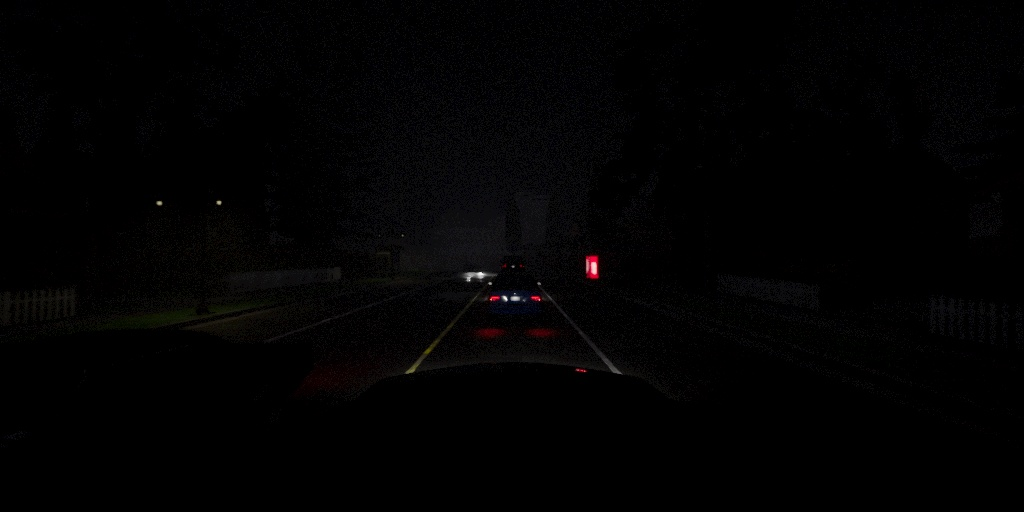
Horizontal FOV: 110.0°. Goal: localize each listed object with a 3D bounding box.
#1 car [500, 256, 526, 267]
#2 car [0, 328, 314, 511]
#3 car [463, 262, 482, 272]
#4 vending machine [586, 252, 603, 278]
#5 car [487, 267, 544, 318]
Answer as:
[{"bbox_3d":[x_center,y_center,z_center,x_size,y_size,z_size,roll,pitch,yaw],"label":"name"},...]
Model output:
[{"bbox_3d":[0.082,0.975,32.503,2.150,2.045,5.566,0,0,0],"label":"car"},{"bbox_3d":[-3.602,1.351,2.604,1.895,1.301,4.718,0,0,0],"label":"car"},{"bbox_3d":[-5.034,1.360,45.657,1.895,1.301,4.718,0,0,-16],"label":"car"},{"bbox_3d":[6.875,0.949,30.634,1.100,2.100,0.880,0,0,0],"label":"vending machine"},{"bbox_3d":[0.096,1.299,13.019,2.033,1.411,5.357,0,0,0],"label":"car"}]
